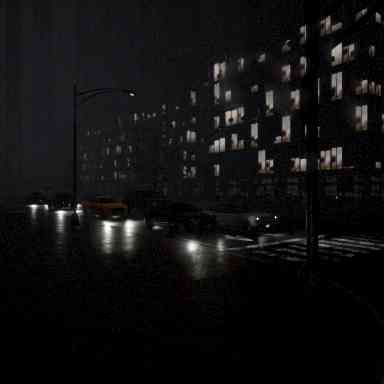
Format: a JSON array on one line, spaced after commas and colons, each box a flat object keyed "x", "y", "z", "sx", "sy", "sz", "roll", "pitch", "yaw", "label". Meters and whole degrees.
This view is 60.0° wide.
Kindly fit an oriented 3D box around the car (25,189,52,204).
[{"x": -19.193, "y": 0.707, "z": 40.968, "sx": 1.837, "sy": 1.490, "sz": 4.892, "roll": 0, "pitch": 1, "yaw": -37, "label": "car"}]

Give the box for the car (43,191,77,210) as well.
[{"x": -12.828, "y": 0.898, "z": 32.755, "sx": 1.837, "sy": 1.490, "sz": 4.892, "roll": 0, "pitch": 1, "yaw": -38, "label": "car"}]

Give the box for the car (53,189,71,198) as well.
[{"x": -25.542, "y": 0.244, "z": 65.158, "sx": 1.882, "sy": 1.535, "sz": 5.008, "roll": 0, "pitch": 1, "yaw": -38, "label": "car"}]

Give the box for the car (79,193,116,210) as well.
[{"x": -9.737, "y": 0.883, "z": 34.087, "sx": 1.882, "sy": 1.535, "sz": 5.008, "roll": 0, "pitch": 1, "yaw": -38, "label": "car"}]

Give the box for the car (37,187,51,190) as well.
[{"x": -28.548, "y": -0.025, "z": 63.726, "sx": 2.150, "sy": 2.045, "sz": 5.566, "roll": 0, "pitch": 1, "yaw": -38, "label": "car"}]

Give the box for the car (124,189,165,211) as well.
[{"x": -3.569, "y": 0.810, "z": 26.206, "sx": 2.150, "sy": 2.045, "sz": 5.566, "roll": 0, "pitch": 1, "yaw": -38, "label": "car"}]

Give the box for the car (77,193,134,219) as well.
[{"x": -6.551, "y": 1.058, "z": 24.742, "sx": 1.882, "sy": 1.535, "sz": 5.008, "roll": 0, "pitch": 1, "yaw": -38, "label": "car"}]

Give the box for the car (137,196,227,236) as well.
[{"x": -0.704, "y": 1.231, "z": 17.297, "sx": 1.882, "sy": 1.535, "sz": 5.008, "roll": 0, "pitch": 1, "yaw": -37, "label": "car"}]

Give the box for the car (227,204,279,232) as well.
[{"x": 2.464, "y": 1.368, "z": 18.554, "sx": 1.895, "sy": 1.301, "sz": 4.718, "roll": 0, "pitch": 1, "yaw": -39, "label": "car"}]
